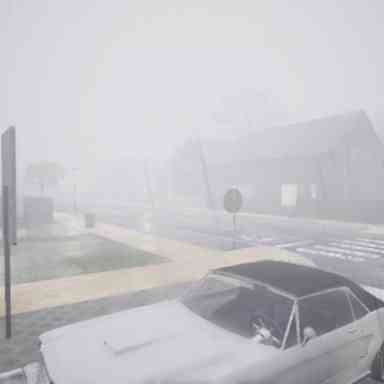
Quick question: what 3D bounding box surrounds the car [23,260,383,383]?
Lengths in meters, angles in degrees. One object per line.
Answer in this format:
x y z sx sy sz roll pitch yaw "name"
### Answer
0.723 1.605 3.868 4.718 1.301 1.895 0 0 -35 "car"
